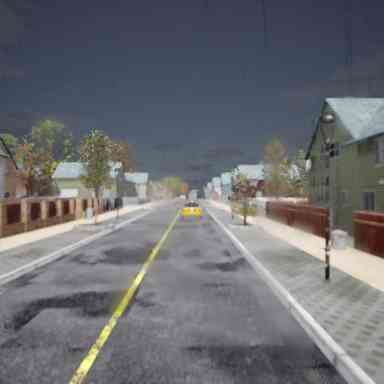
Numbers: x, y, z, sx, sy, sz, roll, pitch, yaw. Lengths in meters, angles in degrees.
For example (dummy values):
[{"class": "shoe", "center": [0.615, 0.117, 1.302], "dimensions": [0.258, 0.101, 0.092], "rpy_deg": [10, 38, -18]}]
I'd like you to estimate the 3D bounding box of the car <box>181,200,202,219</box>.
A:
[{"class": "car", "center": [-0.002, 1.515, 30.025], "dimensions": [1.801, 1.575, 5.366], "rpy_deg": [0, 0, 0]}]
